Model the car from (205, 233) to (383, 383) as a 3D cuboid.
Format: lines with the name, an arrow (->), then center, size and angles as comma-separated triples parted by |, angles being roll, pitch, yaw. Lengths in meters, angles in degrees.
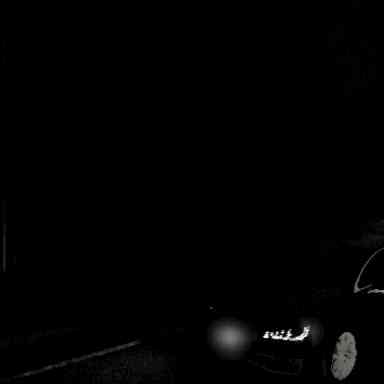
car -> 2.430, 1.496, 5.418 | 4.892, 1.490, 1.837 | 0, 0, -36
